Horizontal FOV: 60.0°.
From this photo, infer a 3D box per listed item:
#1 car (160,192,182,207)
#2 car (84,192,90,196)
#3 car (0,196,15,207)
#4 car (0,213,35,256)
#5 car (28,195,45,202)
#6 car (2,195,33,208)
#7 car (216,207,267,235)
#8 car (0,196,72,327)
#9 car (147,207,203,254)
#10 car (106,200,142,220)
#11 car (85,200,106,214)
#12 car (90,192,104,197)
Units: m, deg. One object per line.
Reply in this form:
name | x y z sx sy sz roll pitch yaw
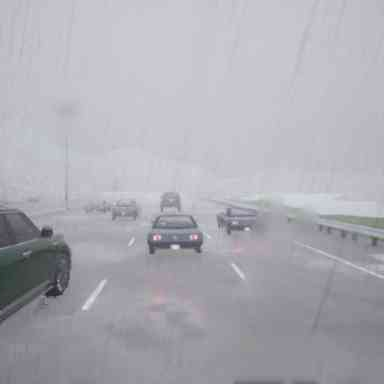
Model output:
car | -2.327 0.991 36.342 2.150 2.045 5.566 0 0 -4
car | -27.117 0.712 87.116 1.812 1.442 4.674 0 0 -4
car | -27.926 1.397 48.641 1.994 1.385 4.181 0 0 -4
car | -7.618 1.563 12.014 1.895 1.301 4.718 0 0 -4
car | -32.950 1.267 70.605 1.994 1.385 4.181 0 0 -4
car | -24.276 1.305 46.522 1.882 1.535 5.008 0 0 -4
car | 2.488 1.465 18.013 1.895 1.301 4.718 0 0 -4
car | -3.723 1.207 5.278 2.150 2.045 5.566 0 0 -3
car | -0.691 1.516 13.196 1.895 1.301 4.718 0 0 -4
car | -5.131 1.343 26.487 2.128 1.511 4.902 0 0 -4
car | -9.094 1.432 32.877 1.895 1.301 4.718 0 0 -4
car | -23.288 1.064 82.667 1.895 1.301 4.718 0 0 -4
